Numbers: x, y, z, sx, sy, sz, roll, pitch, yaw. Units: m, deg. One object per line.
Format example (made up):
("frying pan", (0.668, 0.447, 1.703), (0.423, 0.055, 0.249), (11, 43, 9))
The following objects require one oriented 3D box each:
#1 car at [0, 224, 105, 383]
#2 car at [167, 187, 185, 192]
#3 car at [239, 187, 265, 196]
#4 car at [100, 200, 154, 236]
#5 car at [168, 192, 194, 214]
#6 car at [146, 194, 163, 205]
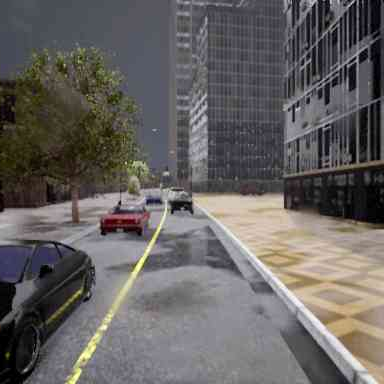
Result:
("car", (-2.922, 1.469, 5.117), (1.994, 1.385, 4.181), (0, 1, -1))
("car", (-2.081, 0.396, 44.948), (2.150, 2.045, 5.566), (0, 0, -6))
("car", (11.933, -0.010, 66.520), (5.009, 1.841, 2.192), (0, 0, 13))
("car", (-3.183, 1.300, 16.487), (1.895, 1.301, 4.718), (0, 1, -2))
("car", (-0.874, 0.991, 28.341), (1.837, 1.490, 4.892), (0, 1, -3))
("car", (-4.457, 0.878, 39.583), (1.895, 1.301, 4.718), (0, 1, -4))
